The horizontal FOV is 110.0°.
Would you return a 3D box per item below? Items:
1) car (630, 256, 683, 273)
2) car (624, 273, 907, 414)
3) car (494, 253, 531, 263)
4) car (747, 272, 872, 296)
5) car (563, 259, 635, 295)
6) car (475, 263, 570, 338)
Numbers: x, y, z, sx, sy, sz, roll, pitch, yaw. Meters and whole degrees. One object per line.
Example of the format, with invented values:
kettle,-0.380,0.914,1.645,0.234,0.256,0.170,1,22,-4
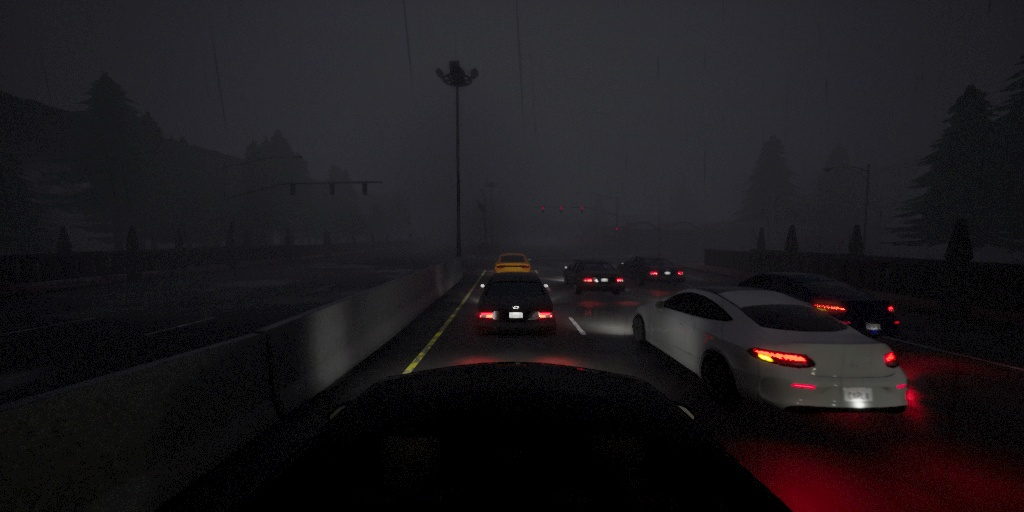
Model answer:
car,7.028,0.681,18.711,2.033,1.411,5.357,0,3,0
car,3.580,1.225,6.020,1.812,1.442,4.674,0,1,0
car,0.023,0.562,19.516,1.882,1.535,5.008,0,3,0
car,7.066,1.137,9.310,1.812,1.442,4.674,0,2,0
car,3.533,0.823,16.206,2.033,1.411,5.357,0,3,0
car,0.069,1.143,9.720,2.033,1.411,5.357,0,2,0
